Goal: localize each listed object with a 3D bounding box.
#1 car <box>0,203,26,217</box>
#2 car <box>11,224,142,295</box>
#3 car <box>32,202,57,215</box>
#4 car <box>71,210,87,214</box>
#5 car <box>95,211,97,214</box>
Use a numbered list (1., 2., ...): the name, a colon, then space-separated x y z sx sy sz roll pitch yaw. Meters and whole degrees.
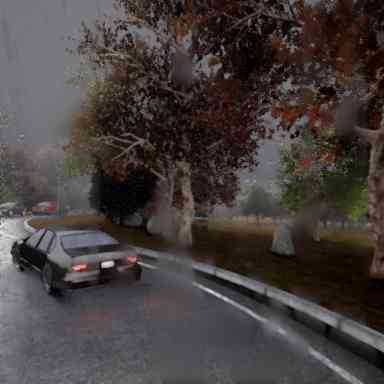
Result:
1. car: -20.920 2.054 38.295 1.837 1.490 4.892 0 -3 -1
2. car: -3.375 1.592 9.001 2.033 1.411 5.357 0 0 -39
3. car: -21.258 2.406 48.609 2.150 2.045 5.566 0 -4 -2
4. car: -21.719 4.060 63.964 1.994 1.385 4.181 0 -5 -2
5. car: -18.359 4.082 68.292 2.150 2.045 5.566 0 -5 -2
